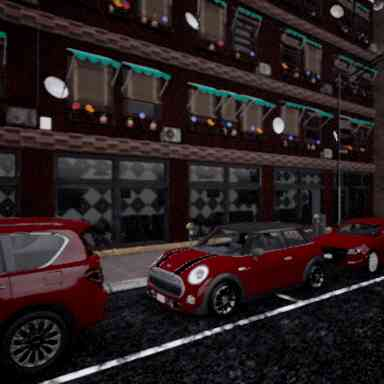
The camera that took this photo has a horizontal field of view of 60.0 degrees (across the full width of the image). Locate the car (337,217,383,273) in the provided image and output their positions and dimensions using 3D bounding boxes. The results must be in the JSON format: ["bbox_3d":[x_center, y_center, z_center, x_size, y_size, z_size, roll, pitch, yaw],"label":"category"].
[{"bbox_3d":[5.642,1.527,10.579,4.507,1.381,1.887,0,0,-35],"label":"car"}]

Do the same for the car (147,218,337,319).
[{"bbox_3d":[1.051,1.432,7.306,4.097,1.590,1.967,0,0,-35],"label":"car"}]

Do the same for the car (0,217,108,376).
[{"bbox_3d":[-3.537,1.317,4.034,5.009,1.841,2.192,0,0,-35],"label":"car"}]
